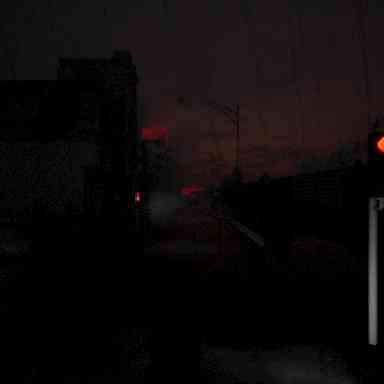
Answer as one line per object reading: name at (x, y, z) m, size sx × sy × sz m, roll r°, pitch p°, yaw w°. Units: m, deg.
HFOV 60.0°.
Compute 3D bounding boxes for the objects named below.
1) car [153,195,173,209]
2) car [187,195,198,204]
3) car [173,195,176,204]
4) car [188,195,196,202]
car at (-4.118, 1.491, 44.316) m, size 2.128 × 1.511 × 4.902 m, roll 0°, pitch 0°, yaw 0°
car at (0.068, 1.477, 61.803) m, size 1.882 × 1.535 × 5.008 m, roll 0°, pitch 0°, yaw 0°
car at (-4.117, 1.601, 53.600) m, size 1.895 × 1.301 × 4.718 m, roll 0°, pitch 0°, yaw 0°
car at (-0.041, 1.524, 79.672) m, size 1.812 × 1.442 × 4.674 m, roll 0°, pitch 0°, yaw 0°
